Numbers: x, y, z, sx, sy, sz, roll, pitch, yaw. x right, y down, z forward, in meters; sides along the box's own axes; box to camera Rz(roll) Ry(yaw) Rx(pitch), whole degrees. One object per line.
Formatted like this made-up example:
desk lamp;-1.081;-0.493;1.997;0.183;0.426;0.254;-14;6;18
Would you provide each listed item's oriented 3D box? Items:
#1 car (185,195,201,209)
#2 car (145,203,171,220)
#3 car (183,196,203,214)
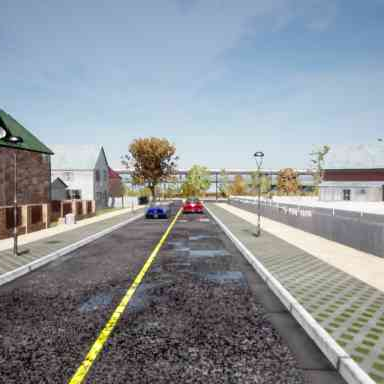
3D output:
car;0.098;1.354;45.108;2.097;1.767;4.553;0;0;0
car;-2.842;1.592;28.186;1.895;1.301;4.718;0;0;0
car;0.096;1.346;35.347;2.097;1.767;4.553;0;0;0
